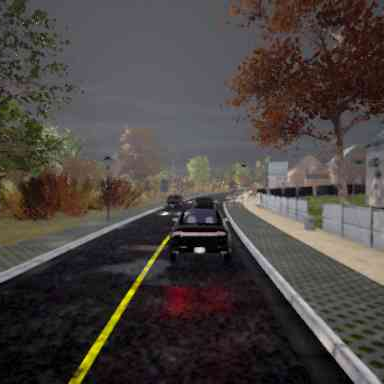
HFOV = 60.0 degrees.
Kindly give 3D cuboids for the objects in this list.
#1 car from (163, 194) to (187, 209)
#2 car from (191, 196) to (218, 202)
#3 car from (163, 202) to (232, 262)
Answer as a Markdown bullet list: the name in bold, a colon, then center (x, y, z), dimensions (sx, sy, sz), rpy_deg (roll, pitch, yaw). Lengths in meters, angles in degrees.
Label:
- **car**: center (-1.579, 1.000, 31.809), dimensions (1.837, 1.490, 4.892), rpy_deg (0, 1, 4)
- **car**: center (1.017, 1.086, 26.987), dimensions (1.837, 1.490, 4.892), rpy_deg (0, 1, 4)
- **car**: center (0.293, 1.325, 11.434), dimensions (2.128, 1.511, 4.902), rpy_deg (0, 1, 2)
